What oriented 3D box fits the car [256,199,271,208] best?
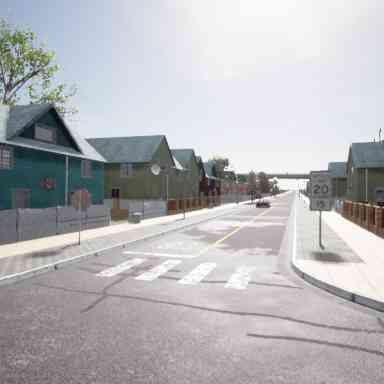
[{"bbox_3d":[10.796,1.651,50.232,1.895,1.301,4.718,0,0,17],"label":"car"}]
